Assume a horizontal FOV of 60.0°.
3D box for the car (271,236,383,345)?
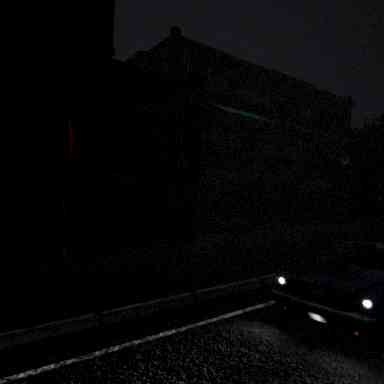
[{"bbox_3d":[3.690,1.587,6.336,4.718,1.301,1.895,0,0,-36],"label":"car"}]
